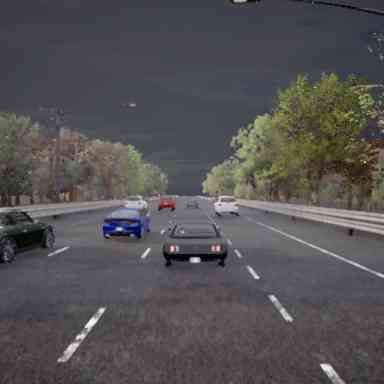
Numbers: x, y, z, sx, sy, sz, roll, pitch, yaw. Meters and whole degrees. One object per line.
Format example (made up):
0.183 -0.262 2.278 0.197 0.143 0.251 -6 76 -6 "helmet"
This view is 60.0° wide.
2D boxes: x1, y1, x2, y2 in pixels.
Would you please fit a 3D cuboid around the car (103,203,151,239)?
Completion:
-3.408 1.604 18.079 1.882 1.535 5.008 0 0 0 "car"

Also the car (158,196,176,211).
-3.420 1.547 46.144 2.150 2.045 5.566 0 0 0 "car"

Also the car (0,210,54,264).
-6.906 1.437 12.274 2.097 1.767 4.553 0 0 0 "car"

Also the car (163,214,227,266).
0.094 1.684 11.812 1.895 1.301 4.718 0 0 0 "car"

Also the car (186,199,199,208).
0.074 1.877 54.542 2.128 1.511 4.902 0 0 0 "car"

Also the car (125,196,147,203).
-6.920 1.515 41.712 2.150 2.045 5.566 0 0 0 "car"

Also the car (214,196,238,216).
3.584 1.473 35.742 2.150 2.045 5.566 0 0 0 "car"
